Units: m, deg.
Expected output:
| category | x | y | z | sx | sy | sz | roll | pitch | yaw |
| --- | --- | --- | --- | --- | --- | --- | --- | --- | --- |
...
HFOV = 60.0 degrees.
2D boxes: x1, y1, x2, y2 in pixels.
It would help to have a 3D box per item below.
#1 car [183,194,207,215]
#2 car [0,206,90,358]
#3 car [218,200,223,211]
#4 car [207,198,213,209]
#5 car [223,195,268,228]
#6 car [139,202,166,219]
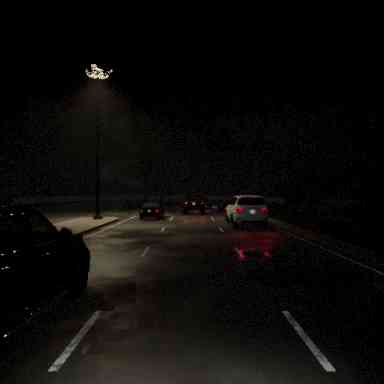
| category | x | y | z | sx | sy | sz | roll | pitch | yaw |
| --- | --- | --- | --- | --- | --- | --- | --- | --- | --- |
| car | 0.278 | 1.234 | 34.767 | 2.150 | 2.045 | 5.566 | 0 | 0 | 2 |
| car | -3.400 | 1.222 | 5.252 | 2.150 | 2.045 | 5.566 | 0 | 0 | 0 |
| car | 4.172 | 1.616 | 39.884 | 1.895 | 1.301 | 4.718 | 0 | 0 | 6 |
| car | 1.618 | 1.508 | 44.545 | 2.128 | 1.511 | 4.902 | 0 | 0 | 12 |
| car | 3.600 | 1.230 | 22.435 | 2.150 | 2.045 | 5.566 | 0 | 0 | 0 |
| car | -3.379 | 1.558 | 29.037 | 2.033 | 1.411 | 5.357 | 0 | 0 | 1 |
